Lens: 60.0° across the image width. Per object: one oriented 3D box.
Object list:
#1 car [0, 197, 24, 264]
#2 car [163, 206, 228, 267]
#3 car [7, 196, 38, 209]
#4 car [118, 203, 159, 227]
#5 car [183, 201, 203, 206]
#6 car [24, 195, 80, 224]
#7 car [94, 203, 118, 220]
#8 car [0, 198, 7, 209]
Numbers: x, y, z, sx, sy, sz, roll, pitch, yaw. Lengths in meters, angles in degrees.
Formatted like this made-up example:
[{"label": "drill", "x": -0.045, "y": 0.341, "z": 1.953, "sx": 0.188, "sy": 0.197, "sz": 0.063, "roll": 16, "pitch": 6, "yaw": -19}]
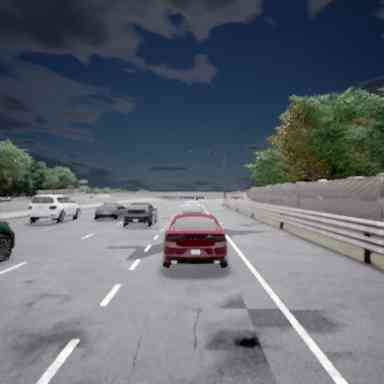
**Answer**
[{"label": "car", "x": -6.903, "y": 1.201, "z": 8.595, "sx": 2.150, "sy": 2.045, "sz": 5.566, "roll": 0, "pitch": 0, "yaw": 0}, {"label": "car", "x": 0.097, "y": 1.458, "z": 11.379, "sx": 1.882, "sy": 1.535, "sz": 5.008, "roll": 0, "pitch": 0, "yaw": 0}, {"label": "car", "x": -24.529, "y": 1.500, "z": 48.267, "sx": 2.097, "sy": 1.767, "sz": 4.553, "roll": 0, "pitch": 0, "yaw": 0}, {"label": "car", "x": -3.504, "y": 1.520, "z": 23.135, "sx": 1.837, "sy": 1.490, "sz": 4.892, "roll": 0, "pitch": 0, "yaw": 0}, {"label": "car", "x": 0.080, "y": 1.597, "z": 33.478, "sx": 1.812, "sy": 1.442, "sz": 4.674, "roll": 0, "pitch": 0, "yaw": 0}, {"label": "car", "x": -10.405, "y": 1.250, "z": 25.463, "sx": 2.150, "sy": 2.045, "sz": 5.566, "roll": 0, "pitch": 0, "yaw": 0}, {"label": "car", "x": -6.906, "y": 1.609, "z": 28.553, "sx": 1.994, "sy": 1.385, "sz": 4.181, "roll": 0, "pitch": 0, "yaw": 0}, {"label": "car", "x": -28.046, "y": 1.646, "z": 46.375, "sx": 1.837, "sy": 1.490, "sz": 4.892, "roll": 0, "pitch": -1, "yaw": 1}]
